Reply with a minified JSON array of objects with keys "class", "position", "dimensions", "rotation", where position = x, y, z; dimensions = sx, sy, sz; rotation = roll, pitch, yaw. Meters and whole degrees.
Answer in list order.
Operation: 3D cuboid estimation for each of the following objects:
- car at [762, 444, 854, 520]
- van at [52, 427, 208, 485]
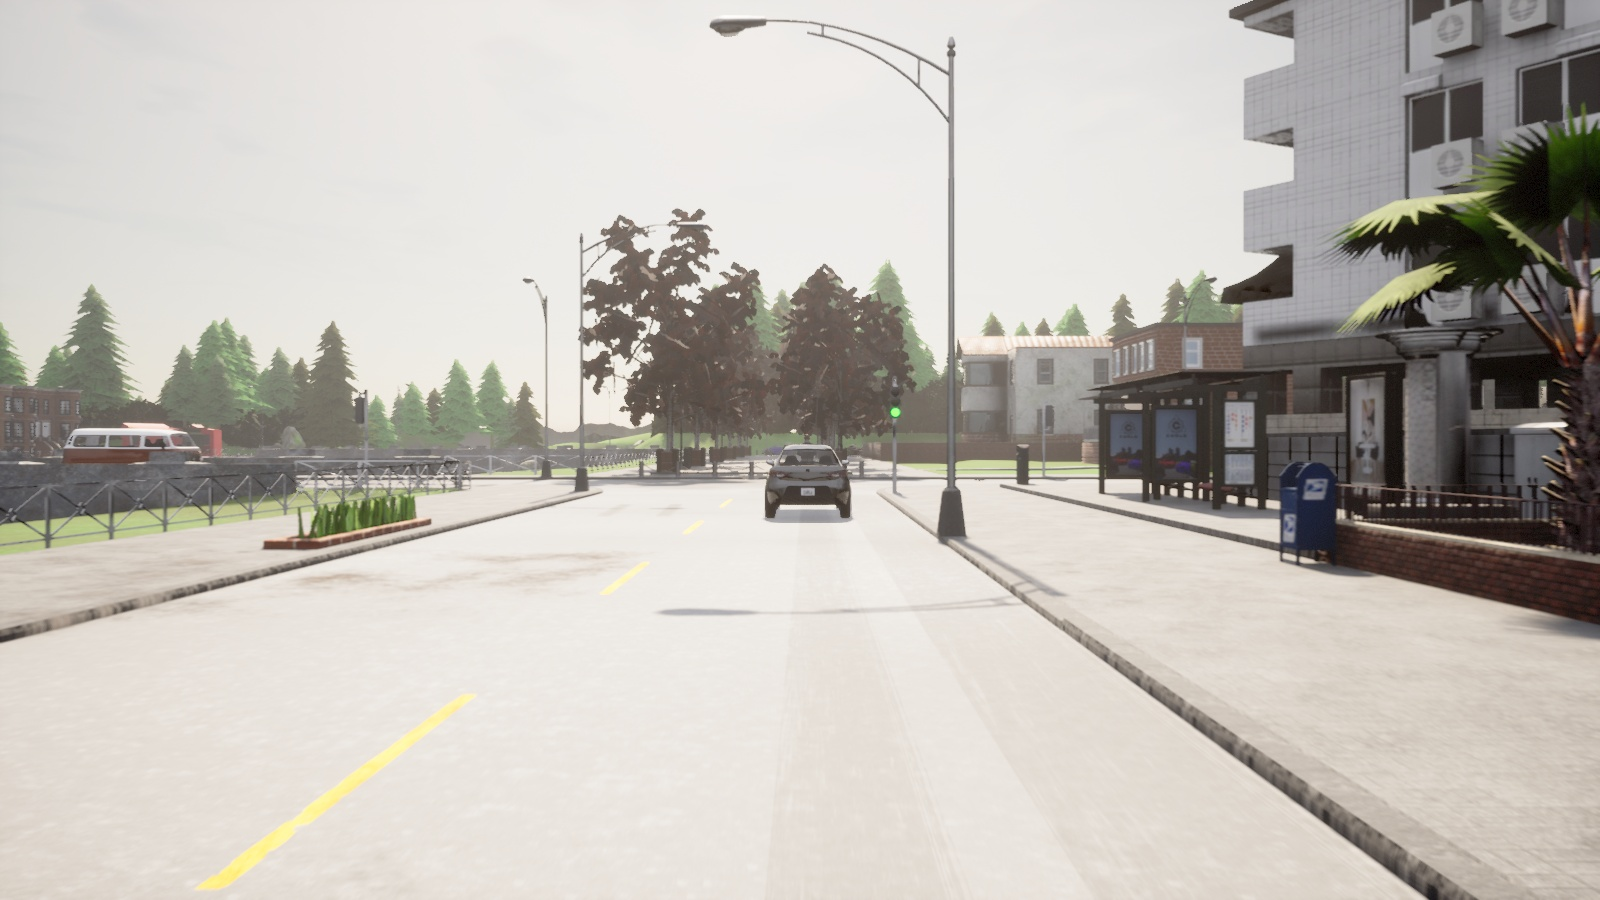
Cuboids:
[{"class":"car","position":[0.168,0.610,26.644],"dimensions":[1.816,1.474,4.193],"rotation":[0,0,0]},{"class":"van","position":[-23.913,0.197,44.956],"dimensions":[4.480,2.038,2.069],"rotation":[0,0,0]}]
